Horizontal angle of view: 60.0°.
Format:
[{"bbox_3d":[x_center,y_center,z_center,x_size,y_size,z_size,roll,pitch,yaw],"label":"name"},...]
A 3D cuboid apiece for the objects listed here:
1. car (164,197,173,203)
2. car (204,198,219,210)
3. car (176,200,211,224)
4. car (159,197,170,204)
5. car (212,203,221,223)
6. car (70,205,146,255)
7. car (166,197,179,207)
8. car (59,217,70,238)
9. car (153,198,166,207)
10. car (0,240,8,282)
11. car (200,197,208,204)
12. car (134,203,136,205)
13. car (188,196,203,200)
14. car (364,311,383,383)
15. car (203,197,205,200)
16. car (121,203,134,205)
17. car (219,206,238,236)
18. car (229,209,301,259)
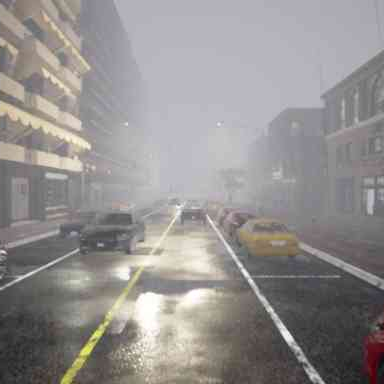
[{"bbox_3d":[-5.708,1.871,80.665,2.008,1.369,4.403,-1,0,0],"label":"car"},{"bbox_3d":[2.676,1.685,41.066,1.752,1.417,4.829,-1,0,0],"label":"car"},{"bbox_3d":[0.097,1.589,25.510,2.128,1.511,4.902,0,0,0],"label":"car"},{"bbox_3d":[-5.707,1.839,69.311,1.947,1.339,4.313,-1,0,0],"label":"car"},{"bbox_3d":[2.678,1.674,23.864,1.802,1.307,4.206,-1,0,0],"label":"car"},{"bbox_3d":[-3.101,1.530,13.782,1.882,1.535,5.008,0,0,0],"label":"car"},{"bbox_3d":[-3.006,1.748,57.313,1.882,1.535,5.008,0,0,0],"label":"car"},{"bbox_3d":[-5.701,1.635,18.214,1.947,1.339,4.313,-1,0,0],"label":"car"},{"bbox_3d":[-5.706,1.772,57.956,1.887,1.381,4.507,-1,0,0],"label":"car"},{"bbox_3d":[-5.708,1.466,6.860,1.967,1.590,4.097,-1,0,0],"label":"car"},{"bbox_3d":[2.673,1.879,74.961,1.802,1.307,4.206,-1,0,0],"label":"car"},{"bbox_3d":[-5.703,1.664,29.569,2.008,1.369,4.403,-1,0,0],"label":"car"},{"bbox_3d":[0.095,1.670,46.179,2.128,1.511,4.902,0,0,0],"label":"car"},{"bbox_3d":[2.678,1.320,1.156,2.192,1.841,5.009,-1,0,0],"label":"car"},{"bbox_3d":[2.675,1.750,52.251,1.887,1.381,4.507,-1,0,0],"label":"car"},{"bbox_3d":[-5.702,1.636,23.892,1.887,1.381,4.507,-1,0,0],"label":"car"},{"bbox_3d":[2.679,1.652,18.187,1.802,1.307,4.206,-1,0,0],"label":"car"},{"bbox_3d":[2.679,1.574,12.680,1.752,1.417,4.829,-1,0,0],"label":"car"}]
